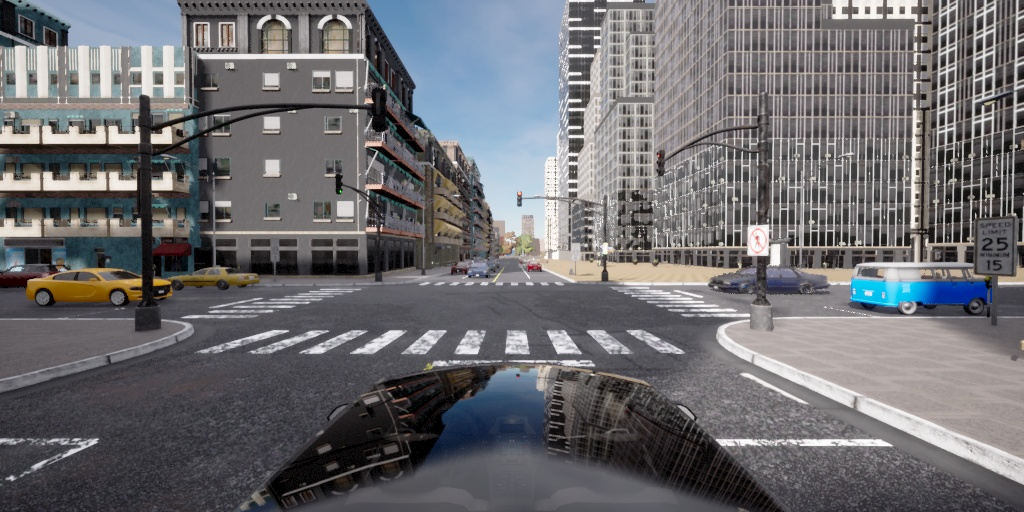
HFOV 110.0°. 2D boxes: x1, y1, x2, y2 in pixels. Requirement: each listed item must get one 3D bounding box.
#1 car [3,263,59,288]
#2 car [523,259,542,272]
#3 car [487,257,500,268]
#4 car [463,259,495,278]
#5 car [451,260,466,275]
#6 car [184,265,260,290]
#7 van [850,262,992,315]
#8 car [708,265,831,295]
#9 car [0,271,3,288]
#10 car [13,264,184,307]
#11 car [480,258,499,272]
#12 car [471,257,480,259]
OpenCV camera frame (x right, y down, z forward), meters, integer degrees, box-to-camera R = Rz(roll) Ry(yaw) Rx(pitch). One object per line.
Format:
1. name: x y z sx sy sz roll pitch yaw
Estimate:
1. car: -28.727 1.190 21.384 4.097 1.591 1.967 0 0 0
2. car: 2.776 1.290 45.103 1.888 1.381 4.507 0 0 0
3. car: -2.933 1.234 56.408 2.128 1.511 4.902 0 0 0
4. car: -3.011 1.292 33.970 2.033 1.411 5.357 0 0 0
5. car: -5.587 1.290 39.420 1.888 1.381 4.507 0 0 0
6. car: -17.829 1.247 21.371 4.829 1.417 1.751 0 0 0
7. van: 14.719 1.117 12.954 3.998 1.789 1.690 0 0 0
8. car: 13.352 1.239 18.751 5.357 1.411 2.033 0 1 1
9. car: -30.312 1.357 18.778 4.181 1.385 1.994 0 1 0
10. car: -17.726 1.287 15.567 5.008 1.535 1.882 0 1 0
11. car: -2.981 1.309 44.003 1.994 1.385 4.181 0 0 0
12. car: -5.572 1.184 45.069 1.967 1.591 4.097 0 0 0
